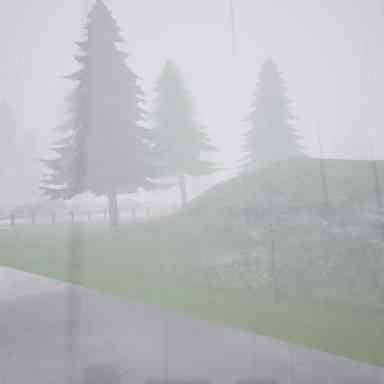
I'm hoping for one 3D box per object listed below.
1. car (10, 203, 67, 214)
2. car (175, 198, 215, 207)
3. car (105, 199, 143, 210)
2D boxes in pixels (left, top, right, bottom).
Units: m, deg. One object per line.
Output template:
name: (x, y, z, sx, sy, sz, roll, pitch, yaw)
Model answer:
car: (-14.201, 1.386, 31.023, 2.128, 1.511, 4.902, 0, 0, 44)
car: (0.484, 1.462, 43.639, 5.357, 1.411, 2.033, 0, 0, -35)
car: (-7.571, 1.466, 37.357, 4.181, 1.385, 1.994, 0, 0, -40)
